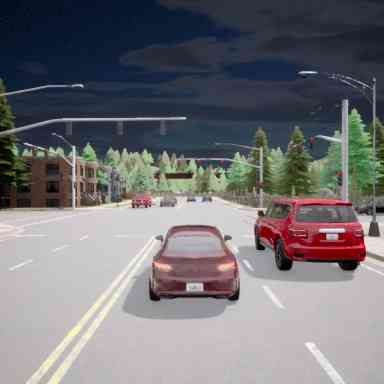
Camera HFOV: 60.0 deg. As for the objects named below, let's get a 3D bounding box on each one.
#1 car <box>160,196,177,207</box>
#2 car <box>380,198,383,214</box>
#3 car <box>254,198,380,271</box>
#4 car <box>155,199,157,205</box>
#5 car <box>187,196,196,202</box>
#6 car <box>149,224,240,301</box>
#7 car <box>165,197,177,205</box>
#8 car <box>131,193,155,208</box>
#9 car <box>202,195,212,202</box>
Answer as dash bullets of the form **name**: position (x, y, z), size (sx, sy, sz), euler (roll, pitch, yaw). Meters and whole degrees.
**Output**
- **car**: position (-3.711, 1.352, 51.203), size (2.097, 1.767, 4.553), euler (0, 0, 0)
- **car**: position (18.255, 1.352, 32.480), size (4.553, 1.767, 2.097), euler (0, 0, 0)
- **car**: position (3.551, 1.221, 11.086), size (2.150, 2.045, 5.566), euler (0, 0, 0)
- **car**: position (-7.215, 1.525, 57.326), size (1.812, 1.442, 4.674), euler (0, 0, 0)
- **car**: position (-0.165, 1.553, 74.595), size (1.994, 1.385, 4.181), euler (0, 0, 0)
- **car**: position (0.045, 1.526, 8.205), size (1.812, 1.442, 4.674), euler (0, 0, 0)
- **car**: position (-3.710, 1.563, 59.811), size (1.994, 1.385, 4.181), euler (0, 0, 0)
- **car**: position (-7.178, 1.221, 47.927), size (2.150, 2.045, 5.566), euler (0, 0, 2)
- **car**: position (3.342, 1.355, 74.368), size (2.097, 1.767, 4.553), euler (0, 0, 0)
